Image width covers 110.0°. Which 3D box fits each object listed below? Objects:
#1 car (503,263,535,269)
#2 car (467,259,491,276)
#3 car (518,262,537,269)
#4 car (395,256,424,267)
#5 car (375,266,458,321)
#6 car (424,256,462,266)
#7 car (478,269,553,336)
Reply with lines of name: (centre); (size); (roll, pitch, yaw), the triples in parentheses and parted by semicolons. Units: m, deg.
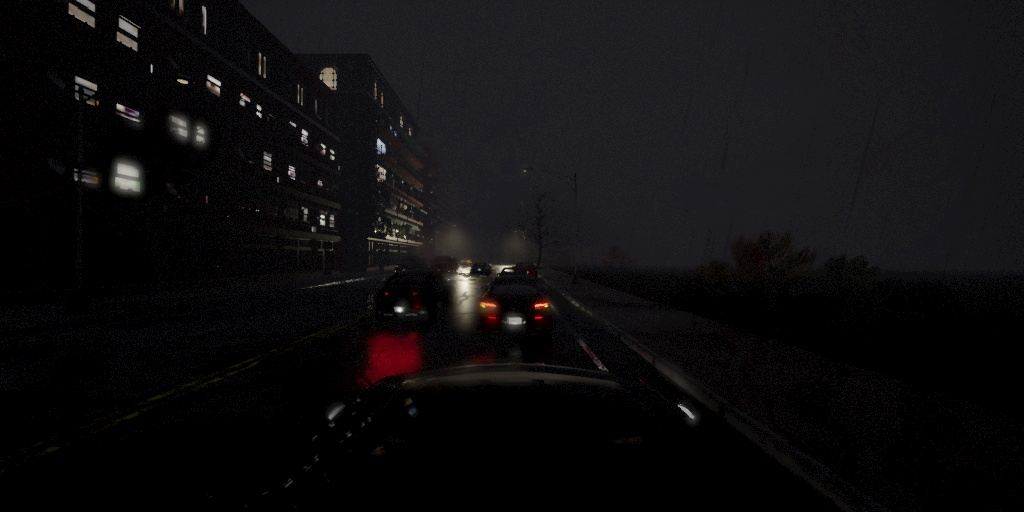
car: (0.057, 1.317, 20.407); (1.994, 1.385, 4.181); (0, 0, 0)
car: (-3.234, 1.318, 37.589); (1.994, 1.385, 4.181); (0, 0, 0)
car: (1.071, 1.231, 29.935); (1.882, 1.535, 5.008); (0, 0, 0)
car: (-9.931, 0.975, 35.822); (2.150, 2.045, 5.566); (0, 0, 0)
car: (-3.176, 1.256, 12.520); (1.837, 1.490, 4.892); (0, 0, 0)
car: (-6.680, 0.975, 35.444); (2.150, 2.045, 5.566); (0, 0, 0)
car: (0.072, 1.277, 10.239); (1.812, 1.442, 4.674); (0, 0, 0)
